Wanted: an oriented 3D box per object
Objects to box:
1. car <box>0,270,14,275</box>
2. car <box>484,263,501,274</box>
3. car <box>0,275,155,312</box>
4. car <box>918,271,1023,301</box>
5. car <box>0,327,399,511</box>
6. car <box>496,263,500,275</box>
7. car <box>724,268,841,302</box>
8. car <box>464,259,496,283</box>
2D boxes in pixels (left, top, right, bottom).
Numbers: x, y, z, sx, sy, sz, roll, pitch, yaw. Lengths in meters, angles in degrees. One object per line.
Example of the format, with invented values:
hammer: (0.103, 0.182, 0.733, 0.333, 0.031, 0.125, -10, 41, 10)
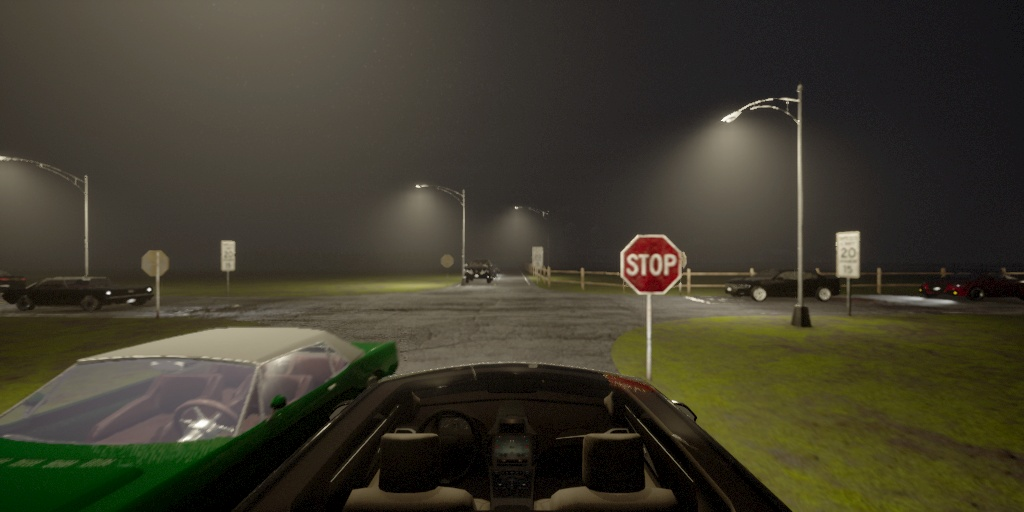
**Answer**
car: (-29.415, 1.453, 19.592, 5.008, 1.535, 1.882, 0, 0, 12)
car: (-2.783, 1.777, 52.168, 2.128, 1.511, 4.902, 0, -1, 0)
car: (-17.762, 1.525, 14.860, 4.718, 1.301, 1.895, 0, 0, 5)
car: (23.204, 1.451, 17.959, 4.181, 1.385, 1.994, 0, 0, -2)
car: (-2.546, 1.362, 2.777, 1.895, 1.301, 4.718, 0, -1, 1)
car: (-2.810, 1.737, 41.720, 1.994, 1.385, 4.181, 0, -1, 0)
car: (13.215, 1.369, 17.714, 5.008, 1.535, 1.882, 0, 0, 0)
car: (-2.839, 1.288, 31.721, 2.150, 2.045, 5.566, 0, -1, 0)
